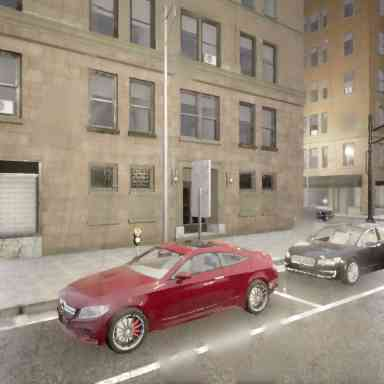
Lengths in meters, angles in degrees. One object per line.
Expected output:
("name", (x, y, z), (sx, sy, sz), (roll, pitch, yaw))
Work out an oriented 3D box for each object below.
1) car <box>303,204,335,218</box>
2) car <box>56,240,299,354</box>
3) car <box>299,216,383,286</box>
("car", (8.227, 1.515, 25.132), (1.895, 1.301, 4.718), (0, 0, -35))
("car", (-0.198, 1.582, 6.035), (4.206, 1.307, 1.802), (0, 0, -35))
("car", (4.437, 1.550, 9.321), (4.403, 1.369, 2.008), (0, 0, -35))
